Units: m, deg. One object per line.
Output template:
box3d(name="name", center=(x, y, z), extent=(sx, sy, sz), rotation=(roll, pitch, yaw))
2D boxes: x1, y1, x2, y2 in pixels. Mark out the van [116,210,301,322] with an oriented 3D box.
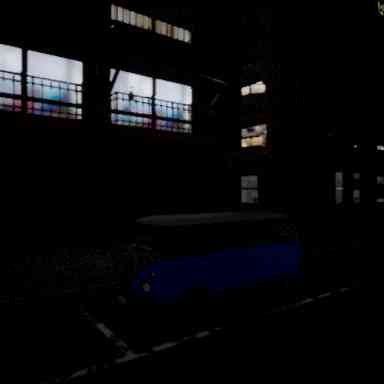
box3d(name="van", center=(0.513, 1.318, 6.919), extent=(3.998, 1.788, 1.690), rotation=(0, 0, -35))
